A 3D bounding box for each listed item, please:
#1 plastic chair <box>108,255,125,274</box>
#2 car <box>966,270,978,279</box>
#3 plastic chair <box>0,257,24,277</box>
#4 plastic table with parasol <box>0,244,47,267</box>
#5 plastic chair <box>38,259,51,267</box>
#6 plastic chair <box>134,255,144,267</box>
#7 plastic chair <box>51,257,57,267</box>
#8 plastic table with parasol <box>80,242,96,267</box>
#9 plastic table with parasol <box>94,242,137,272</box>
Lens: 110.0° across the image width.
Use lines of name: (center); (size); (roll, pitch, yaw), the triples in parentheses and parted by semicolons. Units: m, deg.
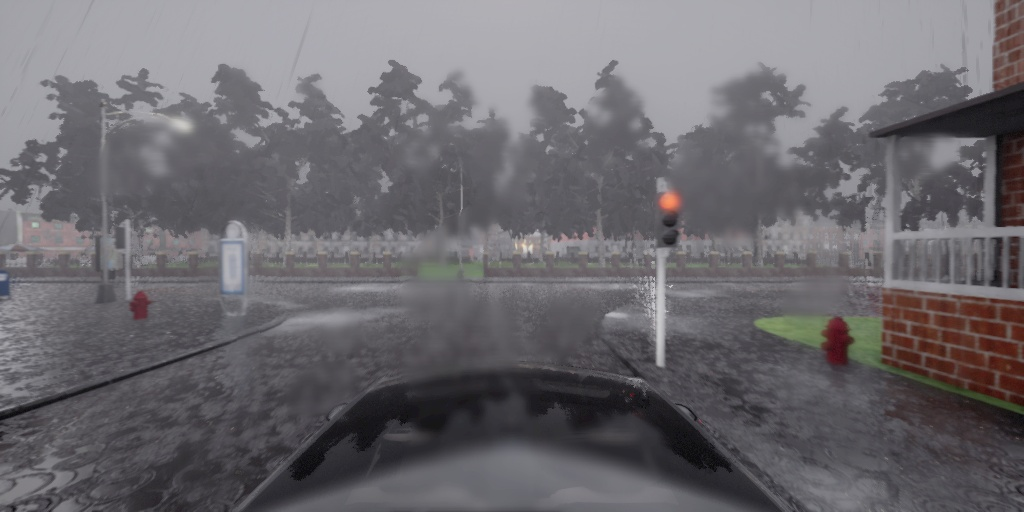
plastic chair: (-38.282, 0.799, 34.699); (0.750, 1.272, 0.730); (0, 0, -35)
car: (29.639, 1.007, 20.451); (5.357, 1.411, 2.033); (0, 1, 1)
plastic chair: (-41.020, 0.891, 29.379); (0.750, 1.272, 0.730); (0, 0, -35)
plastic table with parasol: (-41.921, 0.245, 30.351); (2.482, 2.480, 2.482); (0, 0, -40)
plastic chair: (-40.924, 0.860, 31.085); (0.730, 1.272, 0.750); (0, 0, -40)
plastic chair: (-38.187, 0.763, 36.405); (0.730, 1.272, 0.750); (0, 0, -40)
plastic chair: (-46.416, 0.771, 35.802); (0.730, 1.272, 0.750); (0, 0, -40)
plastic table with parasol: (-43.605, 0.059, 38.314); (2.482, 2.480, 2.482); (0, 0, -39)
plastic table with parasol: (-39.185, 0.173, 35.672); (2.482, 2.480, 2.482); (0, 0, -40)
